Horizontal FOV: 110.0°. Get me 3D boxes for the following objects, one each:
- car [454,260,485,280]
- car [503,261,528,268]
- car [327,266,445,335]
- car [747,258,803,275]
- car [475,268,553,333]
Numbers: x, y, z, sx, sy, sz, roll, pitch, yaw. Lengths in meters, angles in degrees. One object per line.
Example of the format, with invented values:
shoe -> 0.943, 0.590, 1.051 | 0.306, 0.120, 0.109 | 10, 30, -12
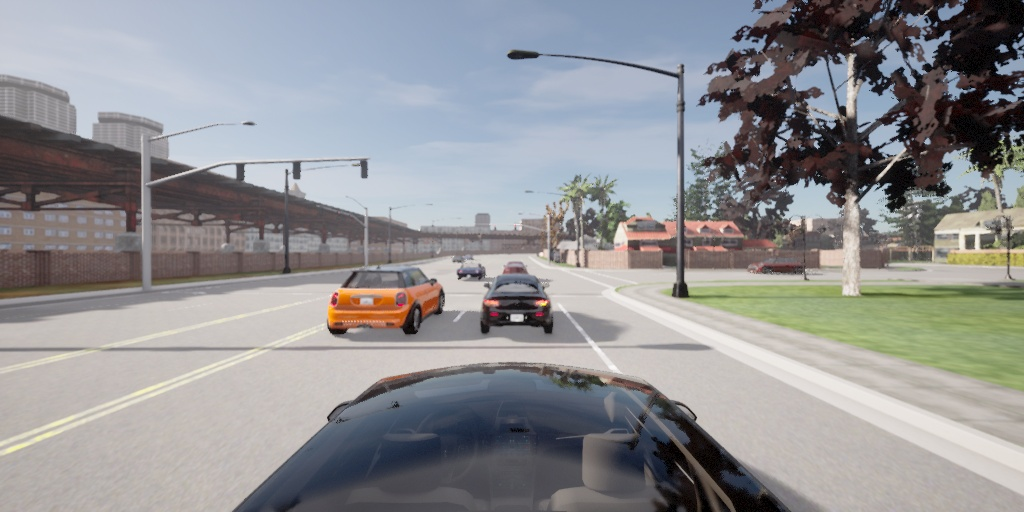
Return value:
car -> -3.227, 1.209, 29.275 | 1.895, 1.301, 4.718 | 0, 0, 0
car -> 0.263, 1.138, 28.252 | 1.812, 1.442, 4.674 | 0, 0, 1
car -> -3.366, 1.060, 10.484 | 2.097, 1.767, 4.553 | 0, 0, 1
car -> 25.982, 0.941, 35.557 | 4.553, 1.767, 2.097 | 0, 0, -1
car -> 0.132, 1.233, 10.432 | 1.812, 1.442, 4.674 | 0, 0, 1
